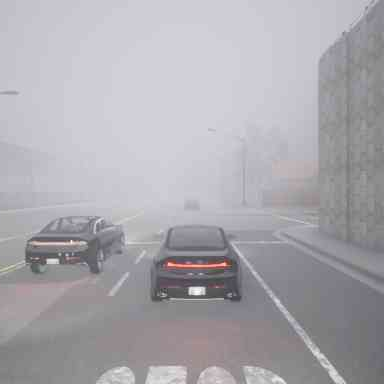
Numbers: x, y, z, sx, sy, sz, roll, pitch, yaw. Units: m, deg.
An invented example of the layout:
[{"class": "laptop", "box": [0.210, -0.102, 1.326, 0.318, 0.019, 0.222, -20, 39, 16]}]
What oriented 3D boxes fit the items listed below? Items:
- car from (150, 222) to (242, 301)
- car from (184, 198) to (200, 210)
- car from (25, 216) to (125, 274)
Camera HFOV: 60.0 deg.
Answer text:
[{"class": "car", "box": [0.084, 1.505, 8.311, 1.837, 1.490, 4.892, 0, 0, 0]}, {"class": "car", "box": [0.015, 1.492, 41.989, 2.128, 1.511, 4.902, 0, 0, 0]}, {"class": "car", "box": [-3.421, 1.492, 10.581, 2.128, 1.511, 4.902, 0, 0, 0]}]
